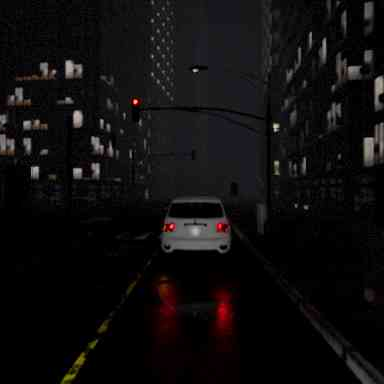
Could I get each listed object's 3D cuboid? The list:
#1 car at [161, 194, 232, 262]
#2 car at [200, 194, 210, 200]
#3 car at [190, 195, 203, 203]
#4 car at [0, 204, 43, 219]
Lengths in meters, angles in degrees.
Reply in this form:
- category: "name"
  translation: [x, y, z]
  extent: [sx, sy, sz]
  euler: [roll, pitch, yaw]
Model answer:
- category: "car"
  translation: [0.225, 1.172, 12.059]
  extent: [2.150, 2.045, 5.566]
  euler: [0, 0, 3]
- category: "car"
  translation: [3.058, 1.124, 75.499]
  extent: [1.812, 1.442, 4.674]
  euler: [0, 0, 9]
- category: "car"
  translation: [0.839, 1.238, 60.026]
  extent: [1.812, 1.442, 4.674]
  euler: [0, 0, 8]
- category: "car"
  translation: [-16.266, 1.735, 31.195]
  extent: [4.403, 1.369, 2.008]
  euler: [-1, 1, 10]
